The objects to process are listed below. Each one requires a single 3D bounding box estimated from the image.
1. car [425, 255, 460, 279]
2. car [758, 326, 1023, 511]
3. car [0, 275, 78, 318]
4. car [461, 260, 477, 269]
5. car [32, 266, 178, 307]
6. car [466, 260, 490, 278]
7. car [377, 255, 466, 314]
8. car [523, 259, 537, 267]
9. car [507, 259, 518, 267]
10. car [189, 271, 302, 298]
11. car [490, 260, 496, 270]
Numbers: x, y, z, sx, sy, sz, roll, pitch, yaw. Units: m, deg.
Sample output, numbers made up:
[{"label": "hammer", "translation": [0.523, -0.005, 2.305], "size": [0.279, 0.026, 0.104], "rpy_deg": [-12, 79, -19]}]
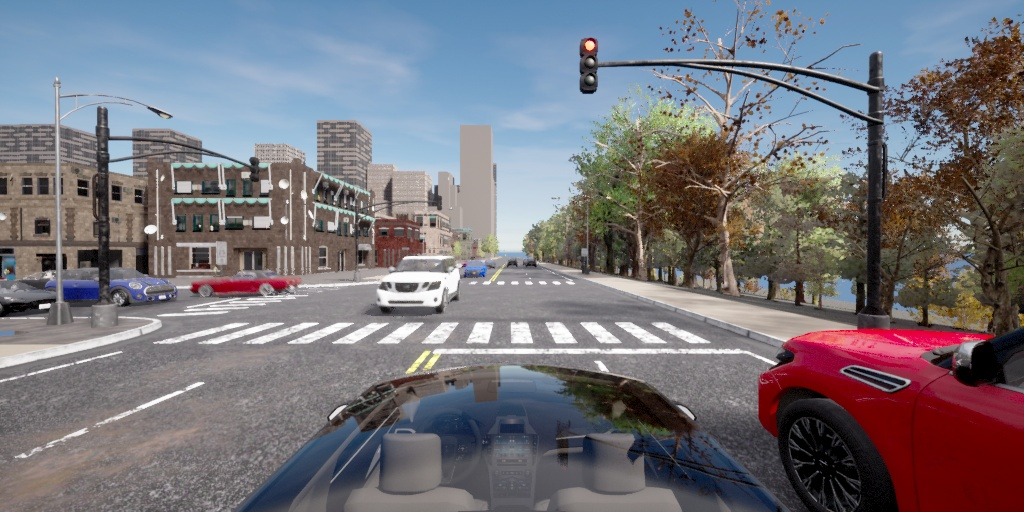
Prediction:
[{"label": "car", "translation": [-6.600, 0.955, 34.895], "size": [2.150, 2.045, 5.566], "rpy_deg": [0, 1, 2]}, {"label": "car", "translation": [3.347, 0.972, 0.922], "size": [2.150, 2.045, 5.566], "rpy_deg": [0, 0, 0]}, {"label": "car", "translation": [-19.959, 1.565, 13.661], "size": [4.313, 1.339, 1.948], "rpy_deg": [0, 0, 0]}, {"label": "car", "translation": [-6.626, 1.331, 55.662], "size": [1.895, 1.301, 4.718], "rpy_deg": [0, 0, 0]}, {"label": "car", "translation": [-18.101, 1.303, 16.314], "size": [4.553, 1.767, 2.097], "rpy_deg": [-1, 1, 1]}, {"label": "car", "translation": [-3.377, 1.218, 33.957], "size": [1.882, 1.535, 5.008], "rpy_deg": [0, 1, -1]}, {"label": "car", "translation": [-3.361, 0.969, 14.072], "size": [2.150, 2.045, 5.566], "rpy_deg": [0, 0, 0]}, {"label": "car", "translation": [3.308, 1.232, 63.521], "size": [1.837, 1.490, 4.892], "rpy_deg": [0, 0, 0]}, {"label": "car", "translation": [0.060, 1.232, 64.427], "size": [1.837, 1.490, 4.892], "rpy_deg": [0, 0, 0]}, {"label": "car", "translation": [-14.134, 1.470, 19.204], "size": [4.718, 1.301, 1.895], "rpy_deg": [-1, 1, -7]}, {"label": "car", "translation": [-3.381, 1.278, 53.577], "size": [2.033, 1.411, 5.357], "rpy_deg": [0, 0, 0]}]
